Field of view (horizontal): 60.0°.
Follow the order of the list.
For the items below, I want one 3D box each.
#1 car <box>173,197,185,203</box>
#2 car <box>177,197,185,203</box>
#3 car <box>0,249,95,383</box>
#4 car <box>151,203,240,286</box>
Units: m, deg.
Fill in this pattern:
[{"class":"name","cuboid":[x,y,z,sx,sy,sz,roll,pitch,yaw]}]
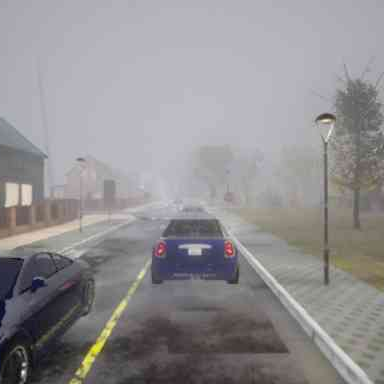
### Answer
[{"class":"car","cuboid":[-2.710,1.757,65.032,1.812,1.442,4.674,0,0,0]},{"class":"car","cuboid":[-2.673,1.837,80.353,1.812,1.442,4.674,0,0,0]},{"class":"car","cuboid":[-2.845,1.572,4.725,1.994,1.385,4.181,0,0,0]},{"class":"car","cuboid":[0.081,1.372,9.670,2.097,1.767,4.553,0,0,0]}]
